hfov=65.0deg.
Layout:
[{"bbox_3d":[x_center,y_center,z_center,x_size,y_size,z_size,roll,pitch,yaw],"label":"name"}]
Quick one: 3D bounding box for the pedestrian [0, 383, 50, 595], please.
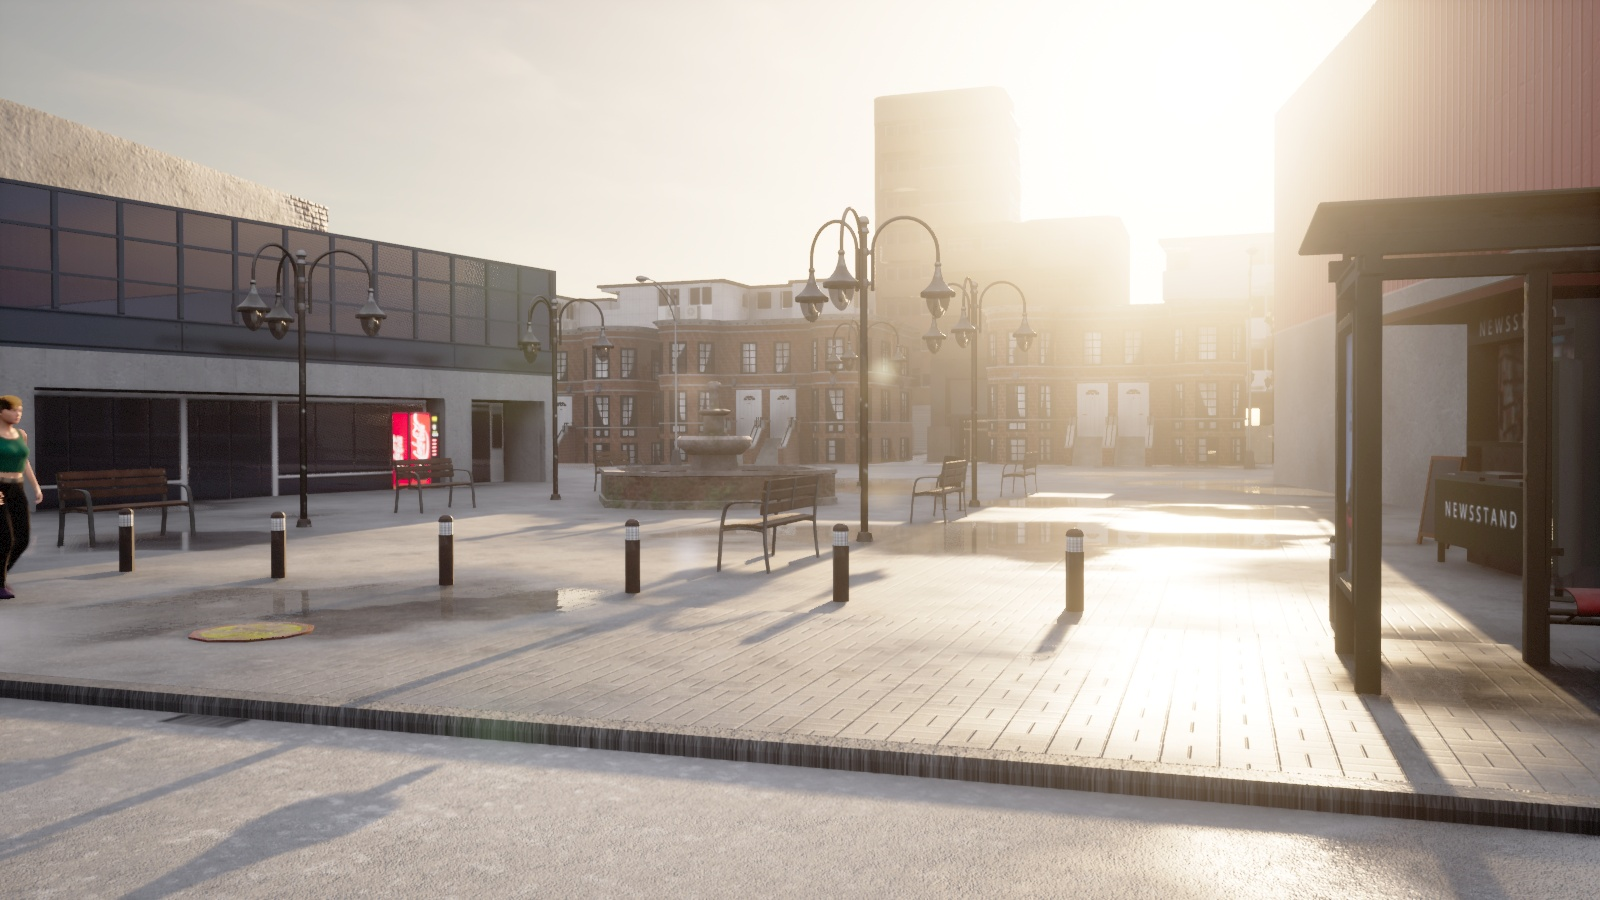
[{"bbox_3d":[-7.025,0.332,11.130,0.594,1.836,0.345,1,1,19],"label":"pedestrian"}]
